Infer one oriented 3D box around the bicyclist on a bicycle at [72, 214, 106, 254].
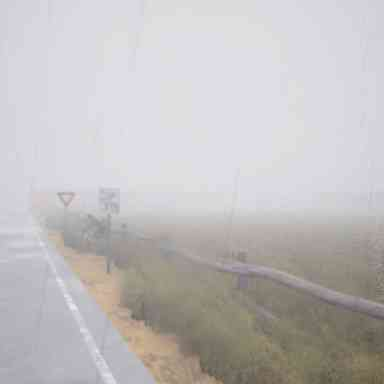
[{"bbox_3d":[-4.086,1.721,13.775,1.656,1.620,0.582,1,-1,-27],"label":"bicyclist on a bicycle"}]
